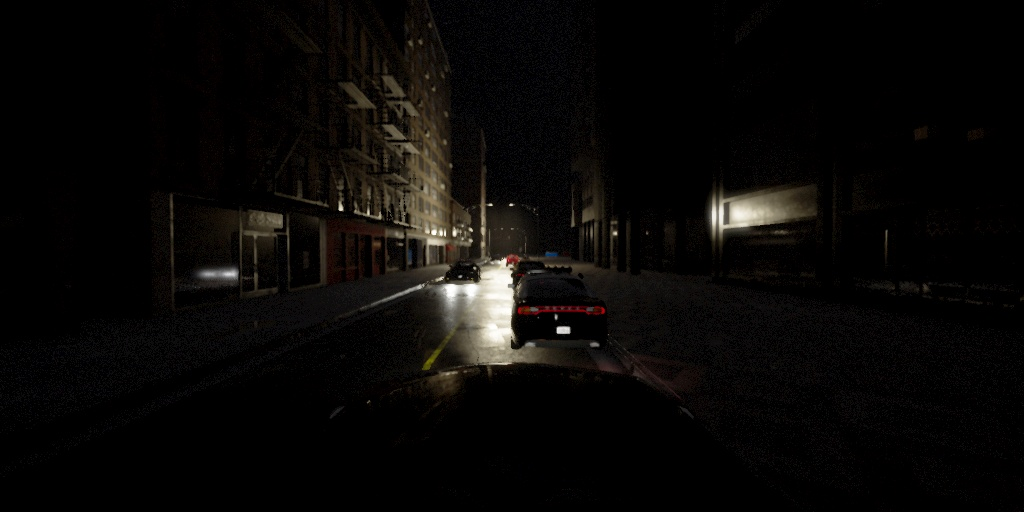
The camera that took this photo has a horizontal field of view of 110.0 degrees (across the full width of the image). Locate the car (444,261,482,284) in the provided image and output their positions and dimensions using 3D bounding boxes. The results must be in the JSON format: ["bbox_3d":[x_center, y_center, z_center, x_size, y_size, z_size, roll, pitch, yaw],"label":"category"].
[{"bbox_3d":[-3.049,0.999,23.072,1.994,1.385,4.181,0,1,0],"label":"car"}]

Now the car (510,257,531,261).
[{"bbox_3d":[0.940,1.002,18.802,1.837,1.490,4.892,0,1,0],"label":"car"}]

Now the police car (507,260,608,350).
[{"bbox_3d":[0.914,1.068,8.911,1.930,1.638,5.238,0,1,0],"label":"police car"}]

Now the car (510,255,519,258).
[{"bbox_3d":[0.955,0.863,24.991,1.801,1.575,5.366,0,1,0],"label":"car"}]

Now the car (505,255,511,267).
[{"bbox_3d":[0.148,0.624,47.312,1.812,1.442,4.674,0,1,1],"label":"car"}]
